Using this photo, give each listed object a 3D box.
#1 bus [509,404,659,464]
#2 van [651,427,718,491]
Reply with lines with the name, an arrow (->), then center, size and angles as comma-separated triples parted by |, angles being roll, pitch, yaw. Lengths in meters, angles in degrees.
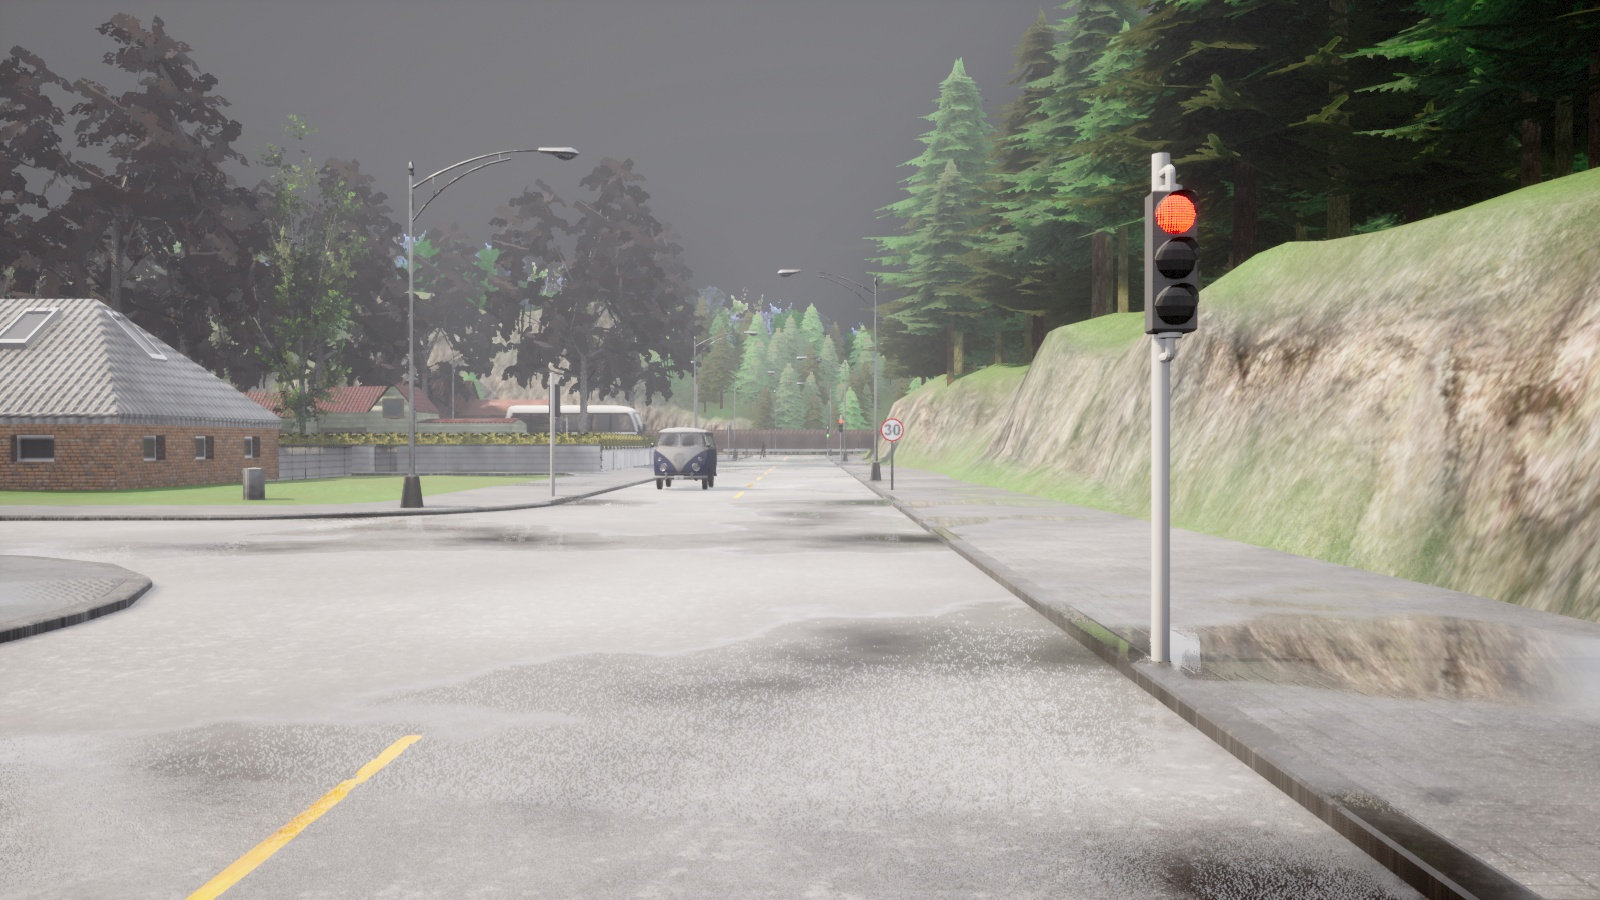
bus -> -15.727, -1.163, 92.159 | 10.273, 4.253, 3.944 | 0, 0, 1
van -> -3.750, 0.263, 41.344 | 1.775, 1.987, 4.442 | 0, 0, 0
